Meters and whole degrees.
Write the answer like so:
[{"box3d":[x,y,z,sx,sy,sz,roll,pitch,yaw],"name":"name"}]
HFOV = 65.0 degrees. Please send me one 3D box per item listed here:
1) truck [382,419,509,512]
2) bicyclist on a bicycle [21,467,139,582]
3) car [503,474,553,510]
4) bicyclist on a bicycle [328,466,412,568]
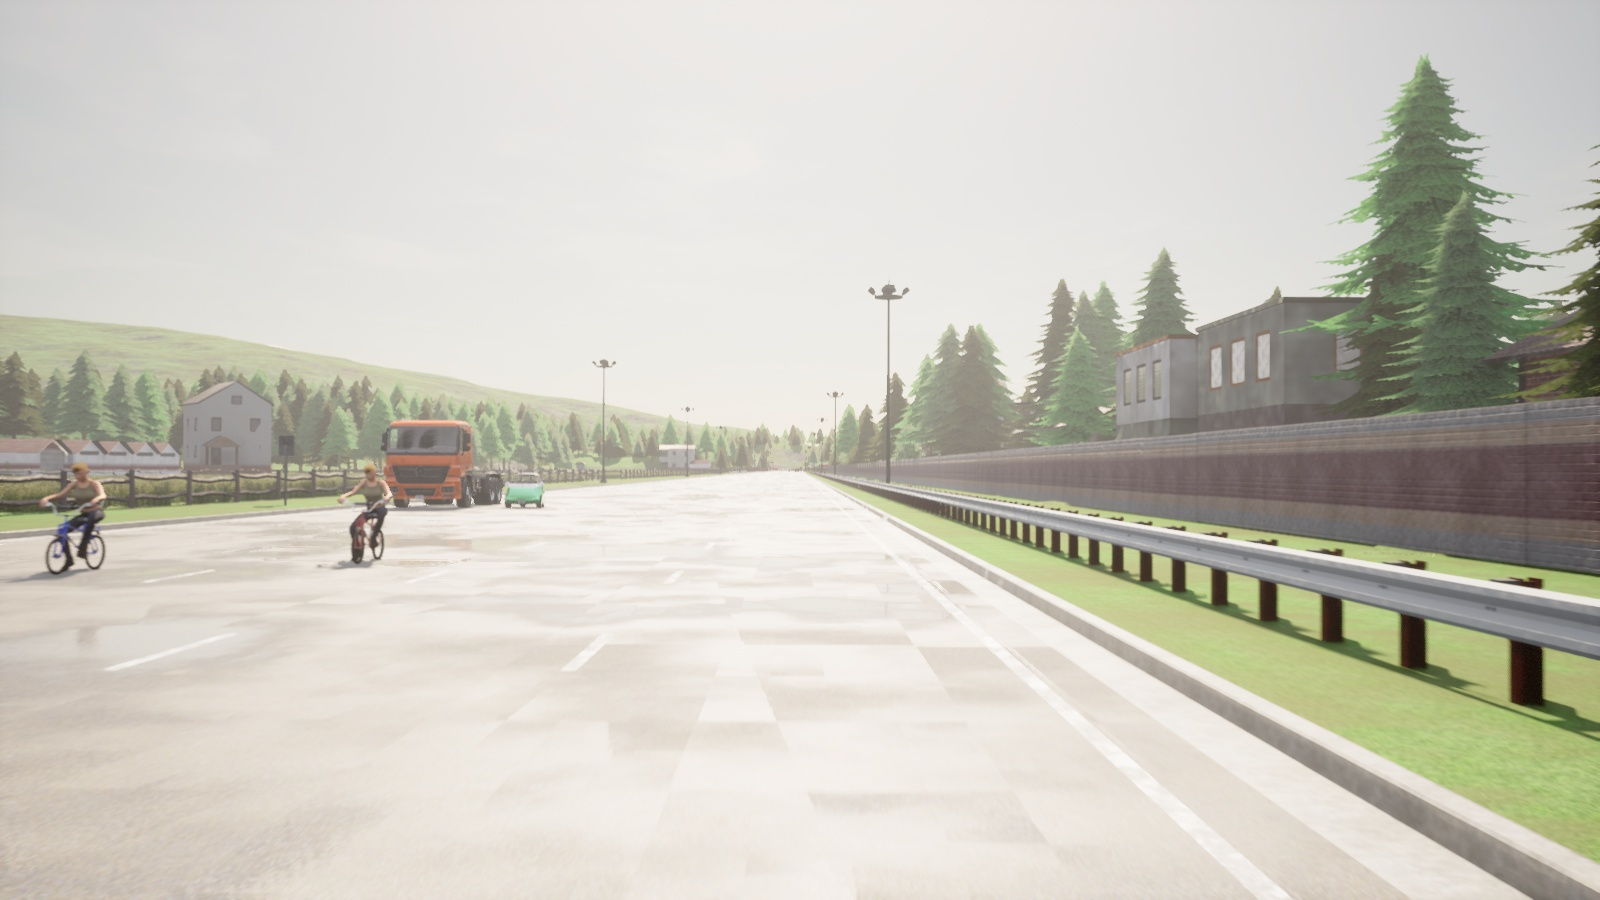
[{"box3d":[-14.120,0.629,50.680,2.891,3.462,7.936,0,-1,0],"name":"truck"},{"box3d":[-10.542,1.061,18.447,0.866,1.612,1.509,0,-1,0],"name":"bicyclist on a bicycle"},{"box3d":[-10.612,1.629,49.038,1.481,1.376,2.207,0,-1,0],"name":"car"},{"box3d":[-7.047,1.079,20.655,0.866,1.612,1.509,0,-1,0],"name":"bicyclist on a bicycle"}]
